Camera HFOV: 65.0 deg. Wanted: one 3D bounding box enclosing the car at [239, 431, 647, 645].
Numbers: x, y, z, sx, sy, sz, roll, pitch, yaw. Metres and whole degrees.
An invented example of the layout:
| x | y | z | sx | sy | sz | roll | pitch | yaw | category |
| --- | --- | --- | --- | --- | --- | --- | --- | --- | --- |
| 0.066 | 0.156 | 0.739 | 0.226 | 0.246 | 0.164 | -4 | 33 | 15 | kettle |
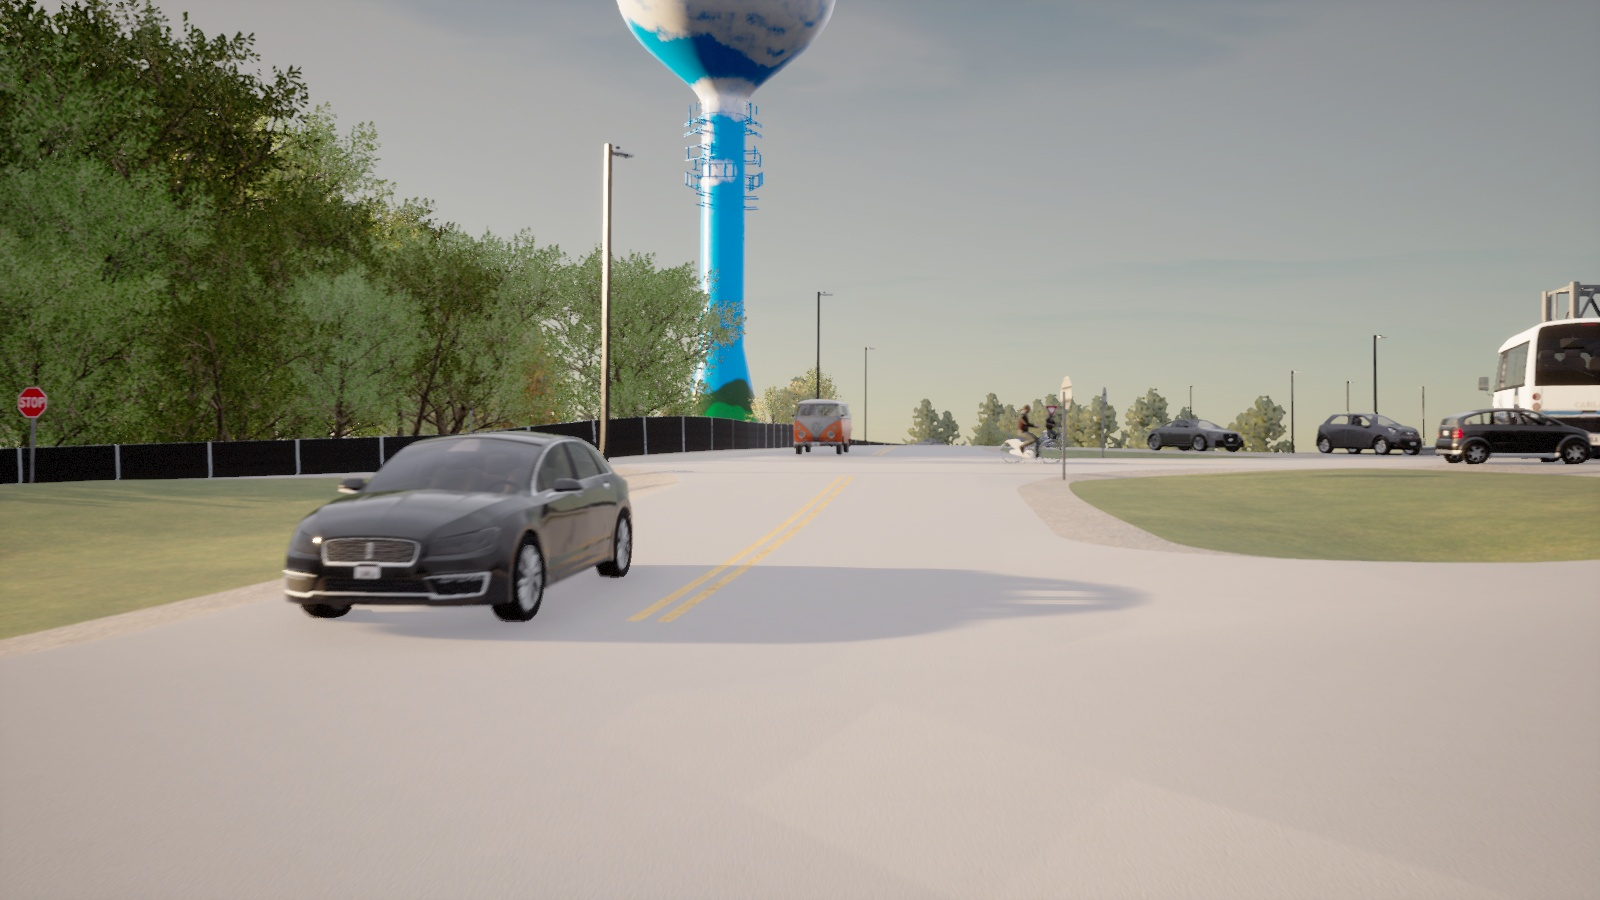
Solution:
| x | y | z | sx | sy | sz | roll | pitch | yaw | category |
| --- | --- | --- | --- | --- | --- | --- | --- | --- | --- |
| -2.892 | 0.595 | 11.507 | 1.837 | 1.490 | 4.892 | 0 | 1 | 7 | car |

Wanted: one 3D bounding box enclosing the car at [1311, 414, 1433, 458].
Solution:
| x | y | z | sx | sy | sz | roll | pitch | yaw | category |
| --- | --- | --- | --- | --- | --- | --- | --- | --- | --- |
| 20.397 | -0.501 | 44.927 | 1.845 | 1.501 | 3.633 | 1 | 1 | -24 | car |

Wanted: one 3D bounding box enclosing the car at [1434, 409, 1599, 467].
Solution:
| x | y | z | sx | sy | sz | roll | pitch | yaw | category |
| --- | --- | --- | --- | --- | --- | --- | --- | --- | --- |
| 19.832 | -0.340 | 34.727 | 3.705 | 1.549 | 1.789 | 0 | 1 | 8 | car |

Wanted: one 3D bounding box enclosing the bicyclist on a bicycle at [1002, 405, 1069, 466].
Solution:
| x | y | z | sx | sy | sz | roll | pitch | yaw | category |
| --- | --- | --- | --- | --- | --- | --- | --- | --- | --- |
| 6.930 | -0.434 | 36.944 | 1.843 | 1.776 | 0.659 | 0 | 0 | 20 | bicyclist on a bicycle |

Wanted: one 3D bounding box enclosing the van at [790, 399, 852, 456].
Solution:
| x | y | z | sx | sy | sz | roll | pitch | yaw | category |
| --- | --- | --- | --- | --- | --- | --- | --- | --- | --- |
| 0.831 | -0.839 | 45.919 | 1.775 | 1.987 | 4.442 | 0 | 2 | 7 | van |

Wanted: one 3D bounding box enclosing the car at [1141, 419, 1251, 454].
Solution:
| x | y | z | sx | sy | sz | roll | pitch | yaw | category |
| --- | --- | --- | --- | --- | --- | --- | --- | --- | --- |
| 16.577 | -0.583 | 52.765 | 1.994 | 1.385 | 4.181 | 1 | 0 | -27 | car |

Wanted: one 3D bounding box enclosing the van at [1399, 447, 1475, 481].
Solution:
| x | y | z | sx | sy | sz | roll | pitch | yaw | category |
| --- | --- | --- | --- | --- | --- | --- | --- | --- | --- |
| 38.090 | 0.816 | 75.203 | 1.775 | 1.987 | 4.442 | 1 | 0 | -8 | van |

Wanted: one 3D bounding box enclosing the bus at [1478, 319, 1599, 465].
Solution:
| x | y | z | sx | sy | sz | roll | pitch | yaw | category |
| --- | --- | --- | --- | --- | --- | --- | --- | --- | --- |
| 25.141 | -1.799 | 41.511 | 3.944 | 4.253 | 10.273 | 1 | 1 | 24 | bus |
